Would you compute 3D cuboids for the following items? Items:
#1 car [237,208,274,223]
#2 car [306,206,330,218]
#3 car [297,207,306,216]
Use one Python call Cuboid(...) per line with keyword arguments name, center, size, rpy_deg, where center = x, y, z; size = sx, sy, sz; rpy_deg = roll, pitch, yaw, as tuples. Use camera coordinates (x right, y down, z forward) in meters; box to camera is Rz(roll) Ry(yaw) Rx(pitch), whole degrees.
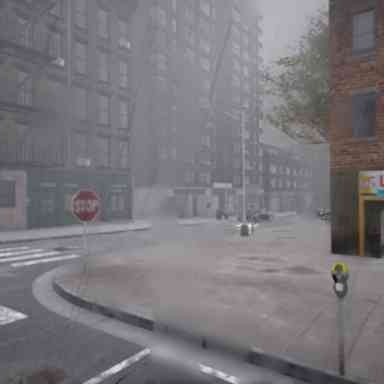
Cuboid(name="car", center=(6.518, 2.347, 33.700), size=(2.033, 1.411, 5.357), rpy_deg=(-1, -2, 36))
Cuboid(name="car", center=(16.640, 2.707, 42.778), size=(1.895, 1.301, 4.718), rpy_deg=(-1, -2, 36))
Cuboid(name="car", center=(16.879, 2.778, 47.894), size=(2.033, 1.411, 5.357), rpy_deg=(-1, -2, 36))
